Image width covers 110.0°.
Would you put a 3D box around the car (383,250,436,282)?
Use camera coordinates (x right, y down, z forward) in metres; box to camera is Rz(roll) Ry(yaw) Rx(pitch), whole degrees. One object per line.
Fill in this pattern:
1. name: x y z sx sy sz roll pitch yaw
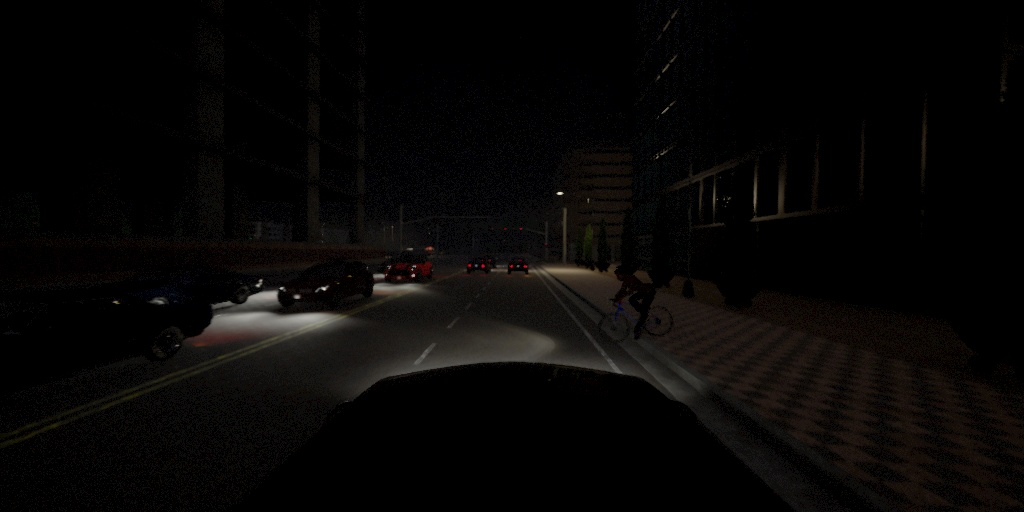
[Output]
1. car: -6.712 0.698 23.700 2.097 1.767 4.553 1 1 1

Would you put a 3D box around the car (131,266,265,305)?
1. car: -10.447 1.021 11.388 2.033 1.411 5.357 1 1 1

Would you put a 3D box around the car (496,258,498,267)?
1. car: -2.797 0.638 42.163 1.837 1.490 4.892 1 1 1

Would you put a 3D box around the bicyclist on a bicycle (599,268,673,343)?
1. bicyclist on a bicycle: 2.646 1.054 7.864 1.656 1.620 0.582 -9 1 1

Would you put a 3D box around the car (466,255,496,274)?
1. car: -2.922 0.819 32.424 2.033 1.411 5.357 1 1 2

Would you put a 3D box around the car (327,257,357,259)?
1. car: -10.261 0.826 21.243 2.128 1.511 4.902 1 1 1

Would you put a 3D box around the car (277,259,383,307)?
1. car: -6.892 1.010 13.890 1.812 1.442 4.674 1 1 1

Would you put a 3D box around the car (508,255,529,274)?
1. car: 0.577 0.866 32.358 2.033 1.411 5.357 1 1 2

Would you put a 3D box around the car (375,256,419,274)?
1. car: -10.034 0.734 31.817 2.033 1.411 5.357 1 1 1

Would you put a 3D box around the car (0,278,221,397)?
1. car: -7.060 1.210 5.063 1.895 1.301 4.718 1 1 1
